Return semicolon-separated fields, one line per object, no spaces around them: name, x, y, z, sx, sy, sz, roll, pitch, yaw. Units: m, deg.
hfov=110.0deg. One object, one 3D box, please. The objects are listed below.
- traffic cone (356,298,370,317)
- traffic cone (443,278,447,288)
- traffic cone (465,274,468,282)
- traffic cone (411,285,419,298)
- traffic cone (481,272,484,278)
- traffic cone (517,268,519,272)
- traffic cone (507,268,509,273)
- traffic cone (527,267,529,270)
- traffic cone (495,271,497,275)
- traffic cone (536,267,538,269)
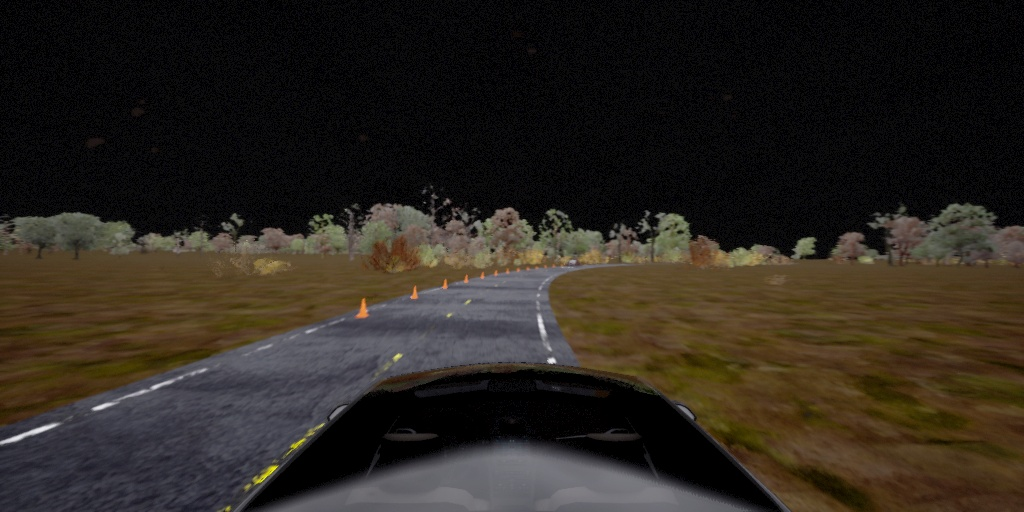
traffic cone;-4.812;1.648;11.616;0.340;0.580;0.340;0;0;2
traffic cone;-4.054;1.661;21.767;0.340;0.580;0.340;0;0;6
traffic cone;-3.419;1.671;26.818;0.340;0.580;0.340;0;0;8
traffic cone;-4.519;1.654;16.698;0.340;0.580;0.340;0;0;4
traffic cone;-2.615;1.682;31.845;0.340;0.580;0.340;0;0;10
traffic cone;0.805;1.726;46.724;0.340;0.580;0.340;0;0;16
traffic cone;-0.501;1.710;41.803;0.340;0.580;0.340;0;0;14
traffic cone;2.277;1.745;51.597;0.340;0.580;0.340;0;0;18
traffic cone;-1.642;1.695;36.842;0.340;0.580;0.340;0;0;12
traffic cone;3.911;1.764;56.418;0.340;0.580;0.340;0;0;20
